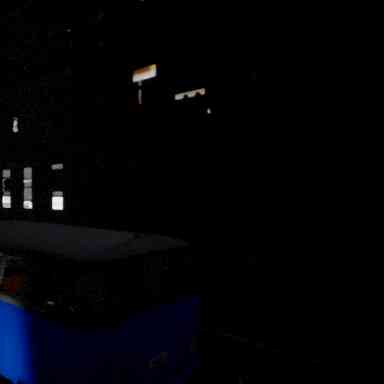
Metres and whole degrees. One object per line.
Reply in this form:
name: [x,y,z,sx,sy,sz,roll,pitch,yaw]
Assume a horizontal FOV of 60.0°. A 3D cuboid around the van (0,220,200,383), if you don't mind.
van: [-1.814,1.322,4.186,3.998,1.788,1.690,0,-1,36]
